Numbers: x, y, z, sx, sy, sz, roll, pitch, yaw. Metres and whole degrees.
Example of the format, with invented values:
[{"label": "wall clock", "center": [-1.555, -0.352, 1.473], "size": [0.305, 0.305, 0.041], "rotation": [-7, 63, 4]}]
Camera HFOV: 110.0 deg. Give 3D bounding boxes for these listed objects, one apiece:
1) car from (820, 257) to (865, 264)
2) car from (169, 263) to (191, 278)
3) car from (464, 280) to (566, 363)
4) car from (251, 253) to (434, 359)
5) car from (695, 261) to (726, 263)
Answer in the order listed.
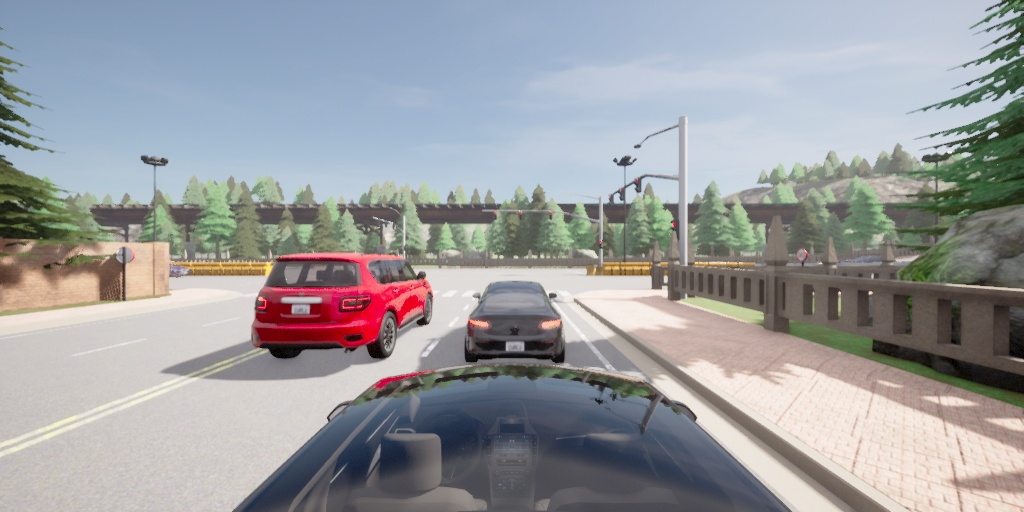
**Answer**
[{"label": "car", "center": [38.850, 1.113, 43.066], "size": [4.718, 1.301, 1.895], "rotation": [-2, 0, 0]}, {"label": "car", "center": [-32.060, 1.233, 32.630], "size": [4.674, 1.442, 1.812], "rotation": [0, 0, 0]}, {"label": "car", "center": [0.062, 1.267, 7.979], "size": [1.812, 1.442, 4.674], "rotation": [0, 0, 0]}, {"label": "car", "center": [-3.441, 0.962, 8.530], "size": [2.150, 2.045, 5.566], "rotation": [0, 0, 0]}, {"label": "car", "center": [22.163, 1.245, 39.592], "size": [5.357, 1.411, 2.033], "rotation": [0, 0, 0]}]
